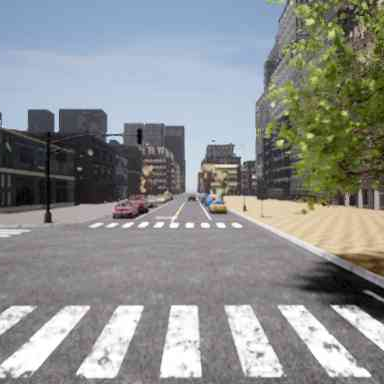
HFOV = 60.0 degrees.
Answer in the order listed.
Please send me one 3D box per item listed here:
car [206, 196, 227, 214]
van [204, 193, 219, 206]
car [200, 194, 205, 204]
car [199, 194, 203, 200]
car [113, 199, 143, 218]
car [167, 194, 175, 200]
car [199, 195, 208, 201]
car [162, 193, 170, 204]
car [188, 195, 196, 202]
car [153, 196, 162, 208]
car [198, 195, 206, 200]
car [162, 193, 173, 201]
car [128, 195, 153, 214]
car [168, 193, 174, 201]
[{"bbox_3d":[2.696,1.462,34.653,1.752,1.417,4.829,0,0,0],"label":"car"},{"bbox_3d":[2.698,1.269,40.034,1.690,1.788,3.998,0,0,0],"label":"van"},{"bbox_3d":[2.697,1.459,51.136,2.008,1.369,4.403,0,0,0],"label":"car"},{"bbox_3d":[2.699,1.454,62.238,1.947,1.339,4.313,0,0,0],"label":"car"},{"bbox_3d":[-5.684,1.530,28.930,1.802,1.307,4.206,0,0,0],"label":"car"},{"bbox_3d":[-5.680,1.367,89.822,1.752,1.417,4.829,0,0,0],"label":"car"},{"bbox_3d":[2.701,1.385,79.061,1.752,1.417,4.829,0,0,0],"label":"car"},{"bbox_3d":[-5.682,1.415,62.067,1.752,1.417,4.829,0,0,0],"label":"car"},{"bbox_3d":[0.007,1.374,70.666,1.837,1.490,4.892,0,0,0],"label":"car"},{"bbox_3d":[-5.683,1.469,45.584,2.008,1.369,4.403,0,0,0],"label":"car"},{"bbox_3d":[2.700,1.407,89.994,1.947,1.339,4.313,0,0,0],"label":"car"},{"bbox_3d":[-5.680,1.175,78.889,2.192,1.841,5.009,0,0,0],"label":"car"},{"bbox_3d":[-5.683,1.253,34.481,2.192,1.841,5.009,0,0,0],"label":"car"},{"bbox_3d":[-5.681,1.420,73.339,2.008,1.369,4.403,0,0,0],"label":"car"}]
